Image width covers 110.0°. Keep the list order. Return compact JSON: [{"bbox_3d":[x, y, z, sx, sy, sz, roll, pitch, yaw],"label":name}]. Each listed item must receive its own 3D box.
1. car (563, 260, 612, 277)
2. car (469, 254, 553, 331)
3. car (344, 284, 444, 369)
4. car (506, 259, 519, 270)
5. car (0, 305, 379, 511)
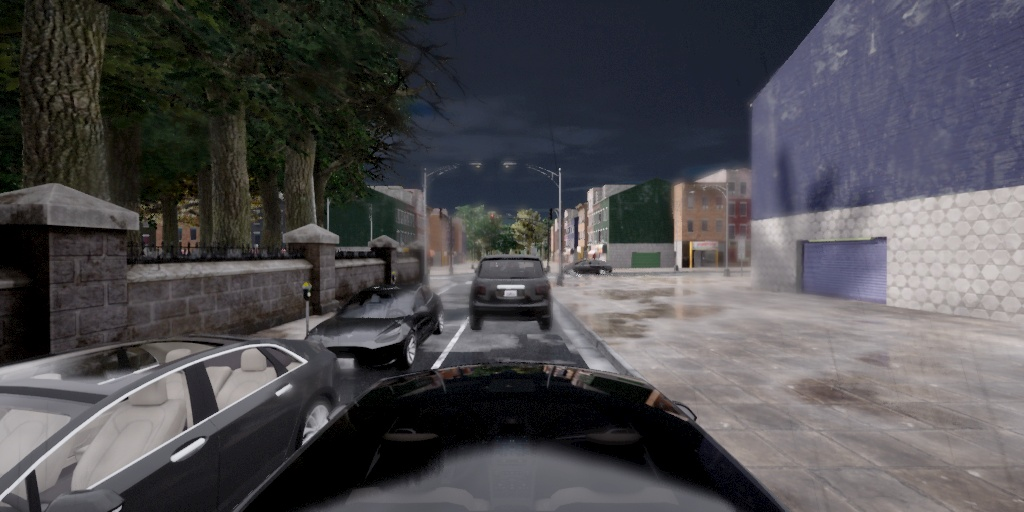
[{"bbox_3d":[7.097,1.143,34.375,4.892,1.490,1.837,-1,1,0],"label":"car"},{"bbox_3d":[-0.009,0.972,11.088,2.150,2.045,5.566,0,0,0],"label":"car"},{"bbox_3d":[-2.633,1.316,7.802,1.948,1.339,4.313,0,0,0],"label":"car"},{"bbox_3d":[0.117,1.290,53.944,1.882,1.535,5.008,0,0,1],"label":"car"},{"bbox_3d":[-2.641,1.300,2.114,2.007,1.370,4.403,0,0,0],"label":"car"}]
